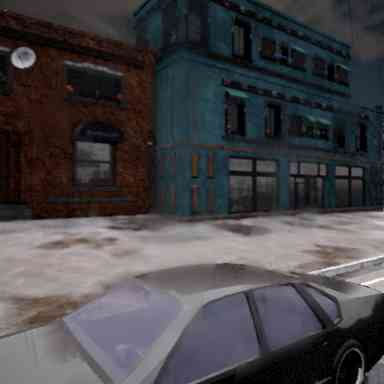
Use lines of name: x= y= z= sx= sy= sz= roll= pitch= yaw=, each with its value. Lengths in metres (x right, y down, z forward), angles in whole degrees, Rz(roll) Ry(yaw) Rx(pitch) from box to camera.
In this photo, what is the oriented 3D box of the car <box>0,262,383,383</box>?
car: x=0.059 y=1.547 z=3.423 sx=5.357 sy=1.411 sz=2.033 roll=0 pitch=0 yaw=-35
